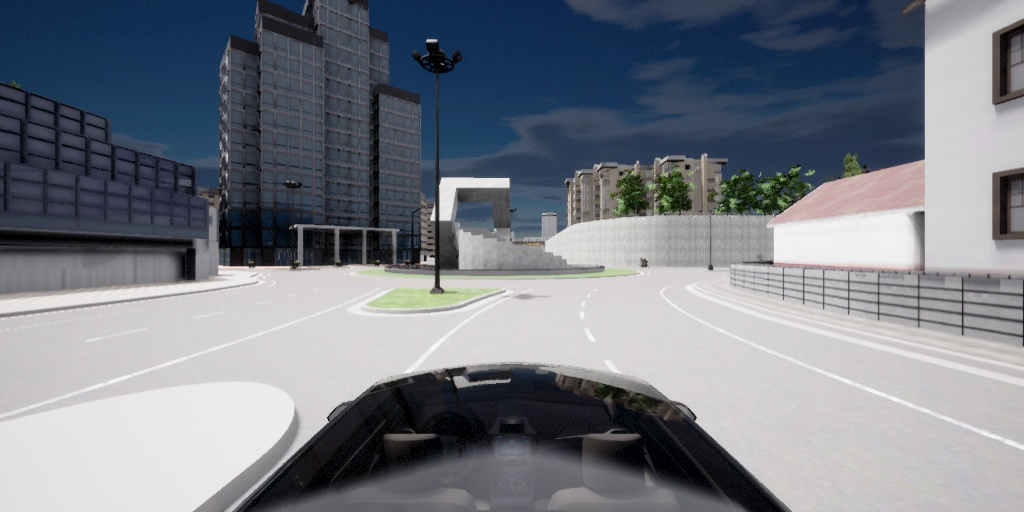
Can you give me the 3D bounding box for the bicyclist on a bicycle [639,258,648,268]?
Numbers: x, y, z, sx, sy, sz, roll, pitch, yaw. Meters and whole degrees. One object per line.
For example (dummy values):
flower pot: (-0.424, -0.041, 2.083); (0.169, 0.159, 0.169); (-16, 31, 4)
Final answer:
bicyclist on a bicycle: (21.938, 1.159, 59.090); (1.656, 1.620, 0.582); (-6, 11, -28)
